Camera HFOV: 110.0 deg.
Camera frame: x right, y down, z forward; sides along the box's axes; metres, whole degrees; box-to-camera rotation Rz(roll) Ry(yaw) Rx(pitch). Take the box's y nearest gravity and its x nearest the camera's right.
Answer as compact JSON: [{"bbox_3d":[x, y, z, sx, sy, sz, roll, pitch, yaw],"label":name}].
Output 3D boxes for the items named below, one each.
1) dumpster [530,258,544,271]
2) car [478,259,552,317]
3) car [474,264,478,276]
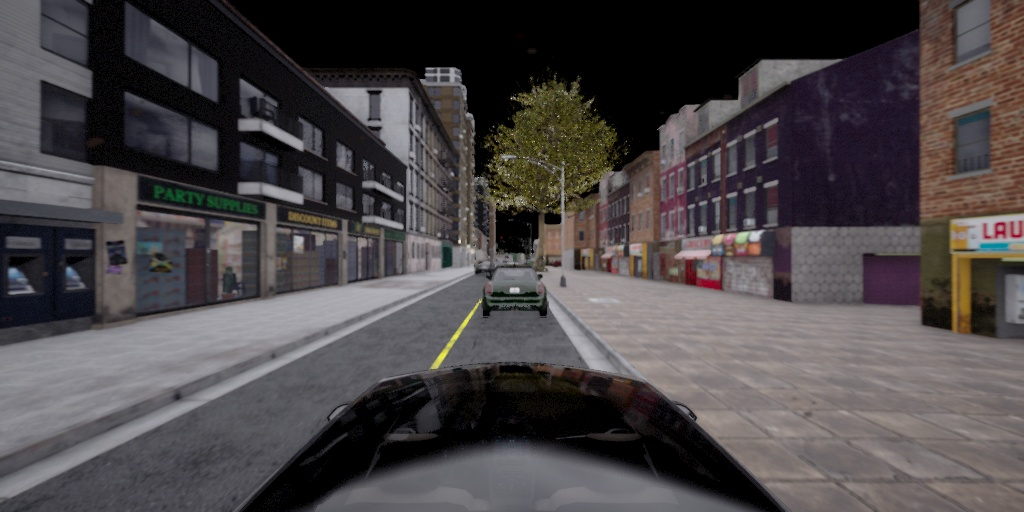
[{"bbox_3d":[3.001,1.151,43.840,1.020,1.700,1.940,0,0,0],"label":"dumpster"},{"bbox_3d":[0.088,1.067,13.093,2.097,1.767,4.553,0,0,0],"label":"car"},{"bbox_3d":[-2.850,1.246,37.599,1.837,1.490,4.892,0,0,0],"label":"car"}]
